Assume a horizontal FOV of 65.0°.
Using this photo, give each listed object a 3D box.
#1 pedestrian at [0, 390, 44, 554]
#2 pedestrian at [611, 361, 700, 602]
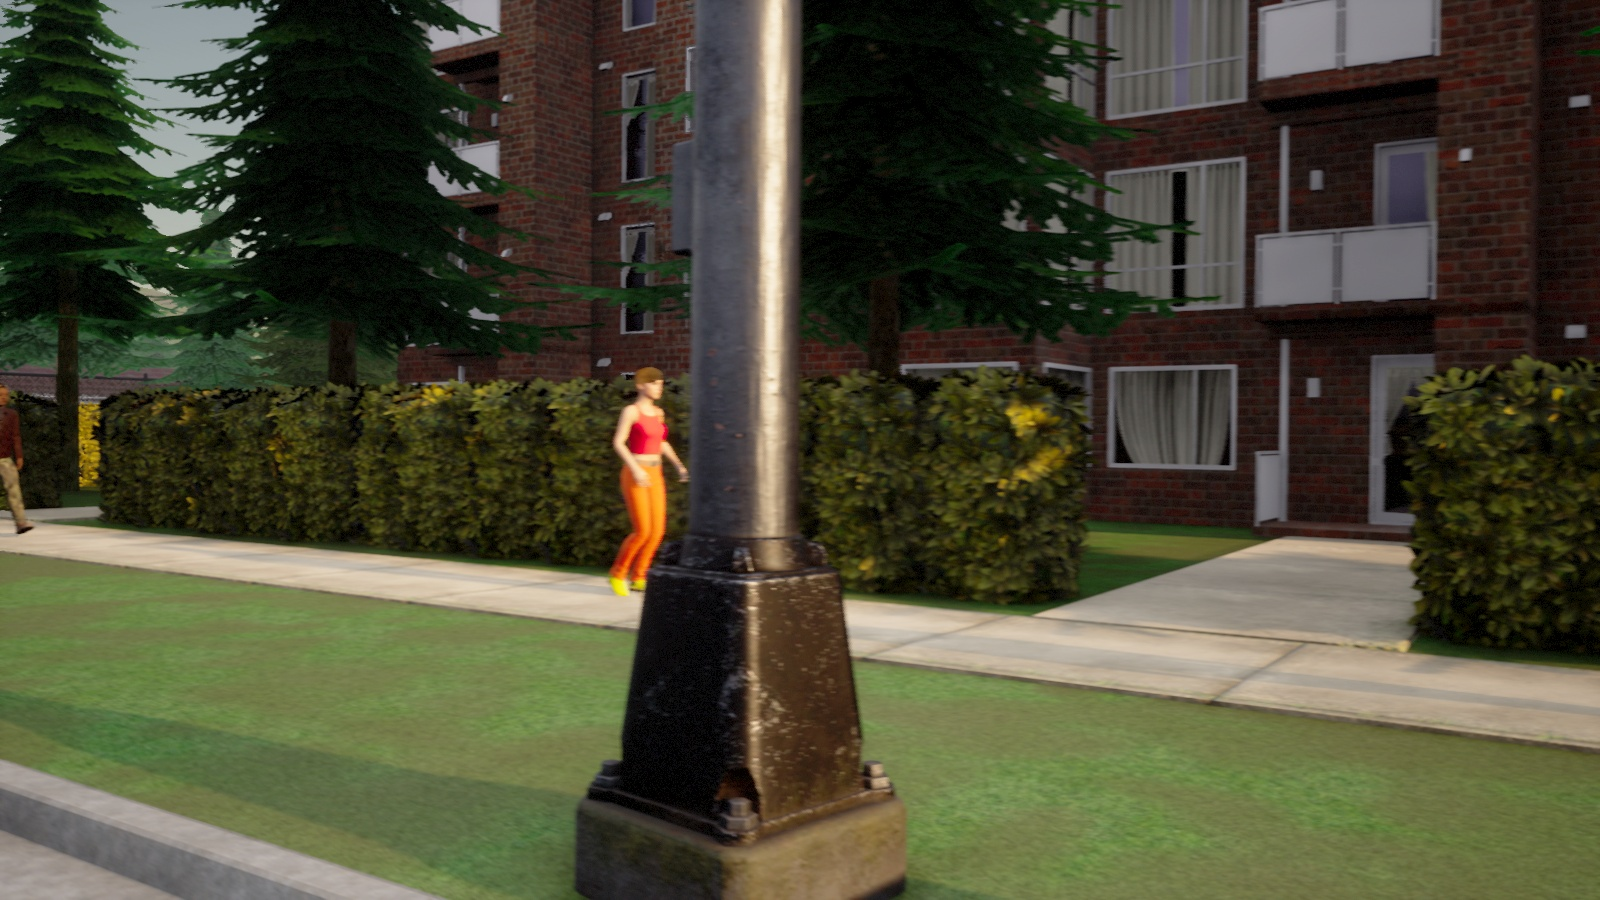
[{"bbox_3d":[-9.169,0.245,14.533,0.703,1.840,0.431,0,1,33],"label":"pedestrian"},{"bbox_3d":[-1.137,0.236,9.863,0.594,1.836,0.345,0,1,34],"label":"pedestrian"}]
